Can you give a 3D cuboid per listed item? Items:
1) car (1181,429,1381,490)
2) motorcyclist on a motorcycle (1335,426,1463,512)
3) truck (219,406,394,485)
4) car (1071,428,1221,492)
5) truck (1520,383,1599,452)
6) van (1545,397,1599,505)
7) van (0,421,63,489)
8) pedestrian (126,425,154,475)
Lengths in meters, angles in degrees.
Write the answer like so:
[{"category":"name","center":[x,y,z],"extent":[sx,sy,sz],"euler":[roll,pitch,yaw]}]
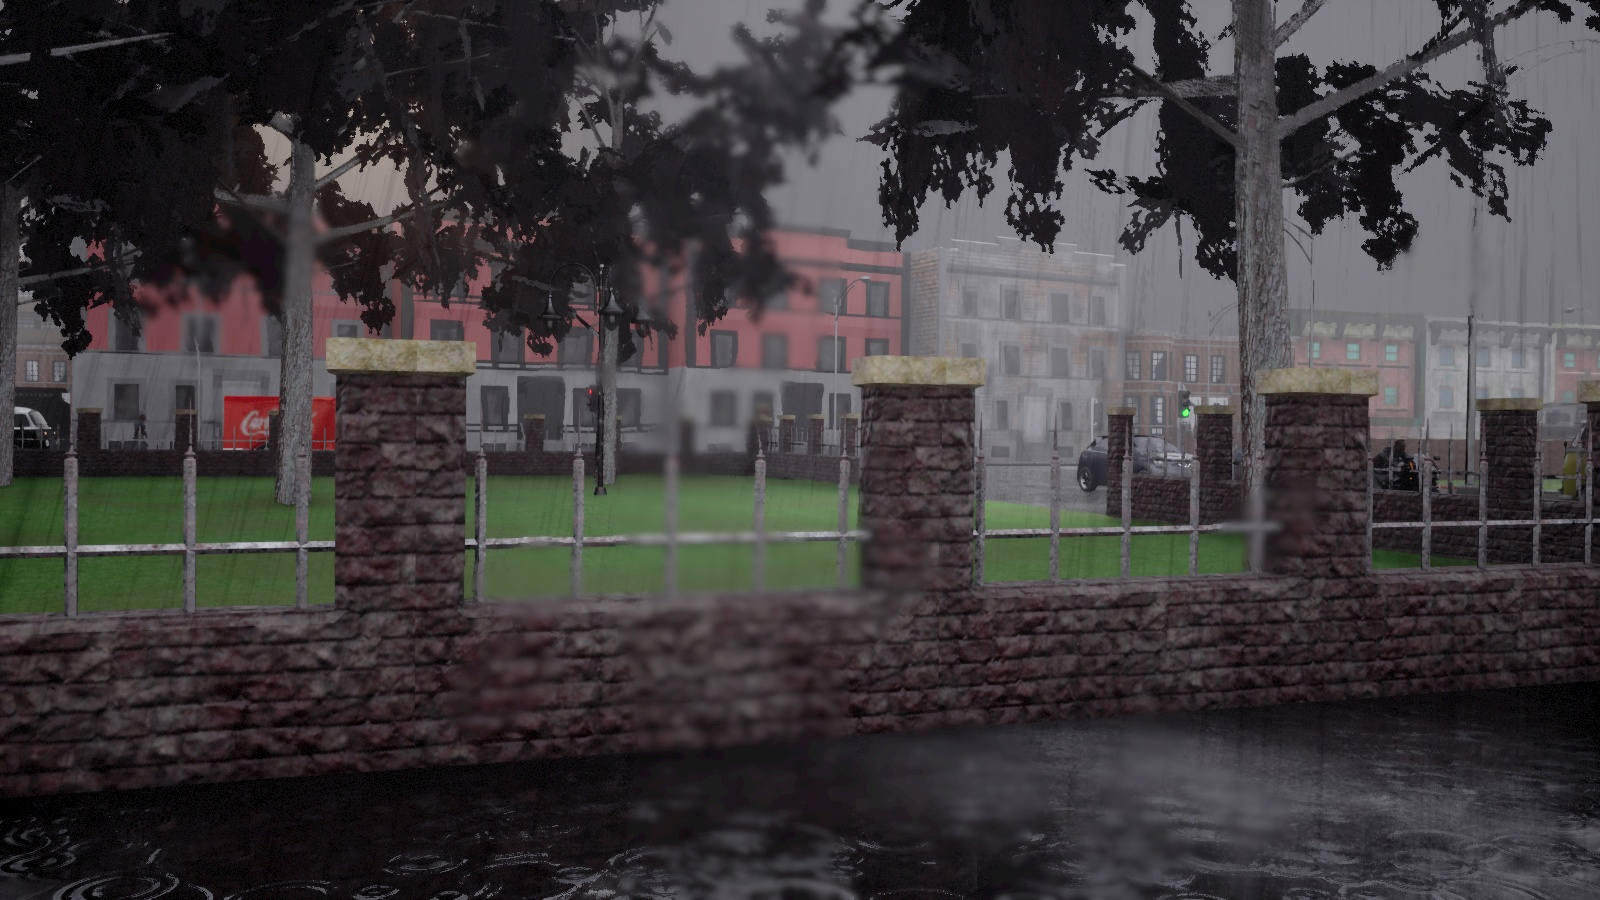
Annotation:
[{"category":"car","center":[12.240,0.186,32.440],"extent":[2.033,1.411,5.357],"euler":[-1,1,-16]},{"category":"motorcyclist on a motorcycle","center":[11.227,0.327,23.635],"extent":[0.866,1.530,2.191],"euler":[-1,1,-21]},{"category":"truck","center":[-16.271,-0.192,41.748],"extent":[5.204,2.467,2.627],"euler":[-1,1,-18]},{"category":"car","center":[8.567,0.208,31.409],"extent":[1.845,1.501,3.633],"euler":[-1,1,-20]},{"category":"truck","center":[42.123,-1.712,65.969],"extent":[7.936,3.462,2.891],"euler":[-1,1,-19]},{"category":"van","center":[15.776,0.018,22.249],"extent":[1.775,1.987,4.442],"euler":[-1,1,-15]},{"category":"van","center":[-25.457,0.169,38.585],"extent":[4.480,2.038,2.069],"euler":[-1,1,-19]},{"category":"pedestrian","center":[-25.315,-0.003,48.192],"extent":[0.849,1.883,0.563],"euler":[-1,1,-19]}]
